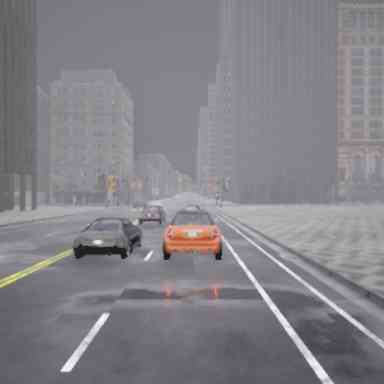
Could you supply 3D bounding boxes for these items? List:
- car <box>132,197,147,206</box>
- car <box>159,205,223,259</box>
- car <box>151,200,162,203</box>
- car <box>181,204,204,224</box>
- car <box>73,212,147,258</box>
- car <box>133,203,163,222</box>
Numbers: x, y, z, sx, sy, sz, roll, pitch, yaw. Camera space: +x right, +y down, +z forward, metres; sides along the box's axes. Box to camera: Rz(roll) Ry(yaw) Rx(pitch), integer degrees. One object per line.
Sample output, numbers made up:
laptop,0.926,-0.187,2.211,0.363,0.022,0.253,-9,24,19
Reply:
car,-9.705,2.007,62.539,2.150,2.045,5.566,0,-1,0
car,0.035,1.494,13.420,2.097,1.767,4.553,0,-1,1
car,-6.469,2.287,61.190,1.812,1.442,4.674,0,-1,1
car,0.050,1.854,28.920,1.812,1.442,4.674,0,-1,0
car,-3.214,1.707,13.408,1.994,1.385,4.181,0,-1,0
car,-3.213,1.859,27.529,2.033,1.411,5.357,0,-1,0
